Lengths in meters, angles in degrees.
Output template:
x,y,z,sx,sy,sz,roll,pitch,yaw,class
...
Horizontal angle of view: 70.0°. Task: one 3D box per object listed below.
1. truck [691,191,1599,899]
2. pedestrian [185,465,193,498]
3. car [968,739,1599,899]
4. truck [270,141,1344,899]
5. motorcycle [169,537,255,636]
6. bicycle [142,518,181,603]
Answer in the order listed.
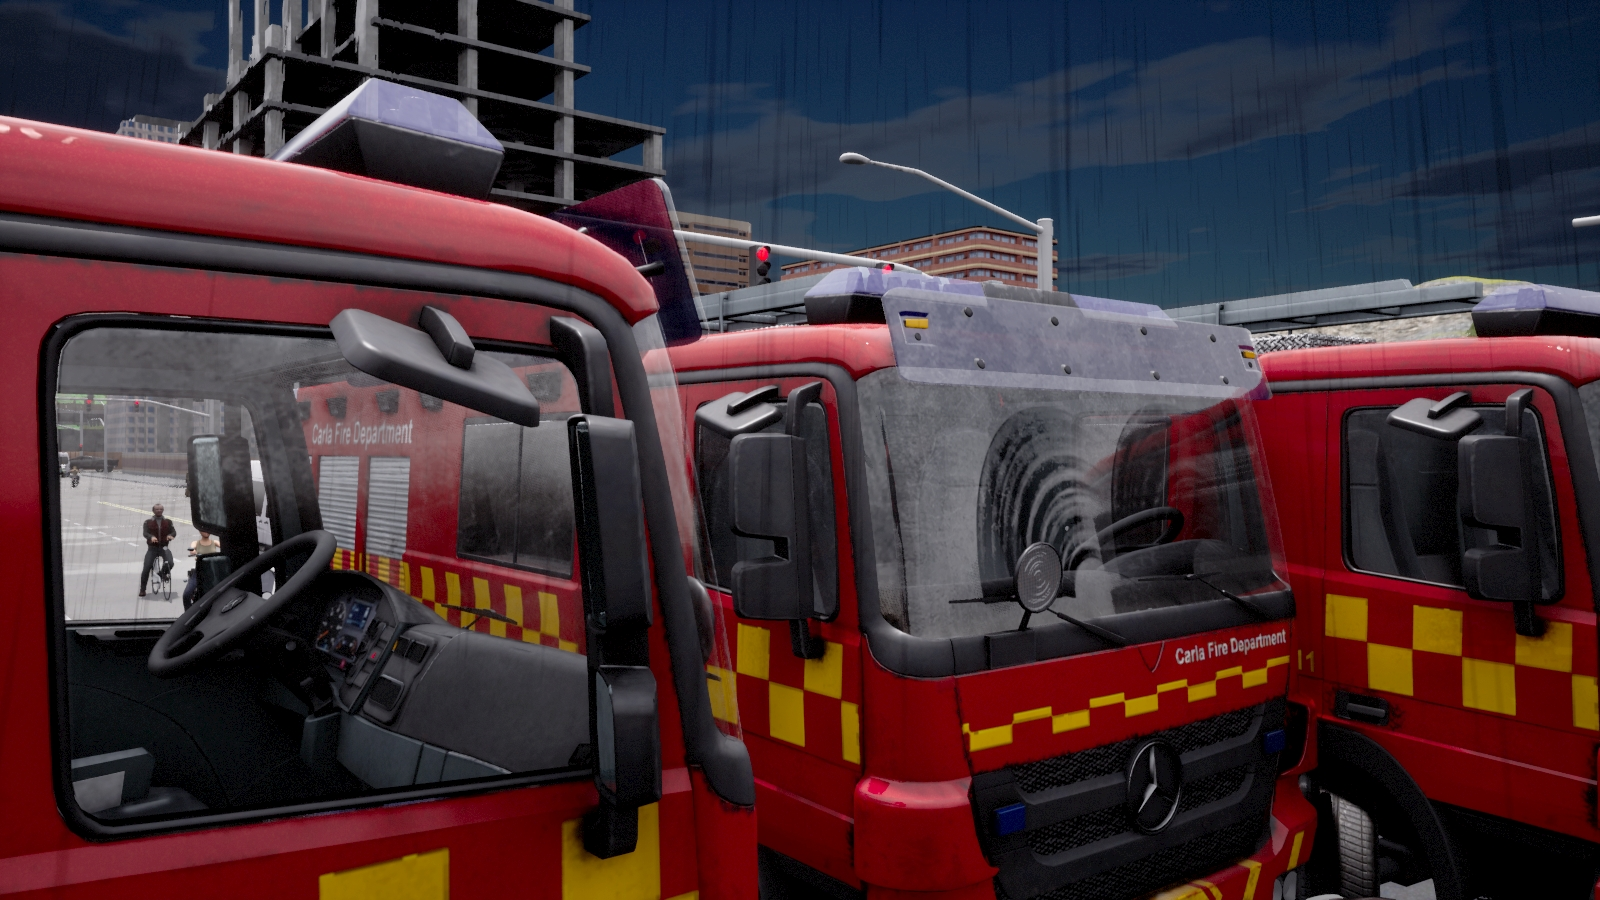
x,y,z,sx,sy,sz,roll,pitch,yaw,class
2.348,0.890,8.605,2.891,3.827,8.468,0,0,-31,truck
-35.635,1.835,66.638,0.375,1.860,0.375,0,0,-40,pedestrian
2.437,2.065,3.109,1.970,1.475,3.806,0,0,-30,car
-1.099,0.890,8.003,2.891,3.827,8.468,0,0,-38,truck
-9.533,2.155,18.464,0.764,1.307,2.356,0,0,-39,motorcycle
-12.095,2.060,21.614,0.329,1.471,1.835,0,0,-39,bicycle
